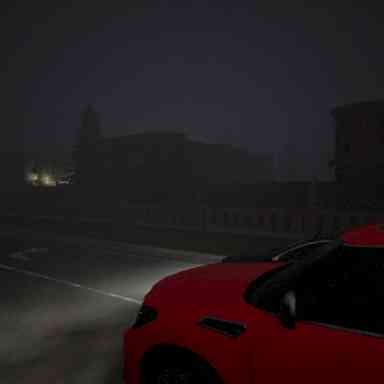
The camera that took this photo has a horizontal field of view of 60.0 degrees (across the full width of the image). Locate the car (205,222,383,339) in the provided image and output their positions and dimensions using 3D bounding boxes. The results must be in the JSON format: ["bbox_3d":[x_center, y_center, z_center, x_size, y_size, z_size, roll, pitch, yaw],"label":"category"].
[{"bbox_3d":[2.802,1.504,6.291,4.892,1.490,1.837,0,0,35],"label":"car"}]

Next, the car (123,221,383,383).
[{"bbox_3d":[1.952,1.220,2.599,5.566,2.045,2.150,0,0,36],"label":"car"}]
